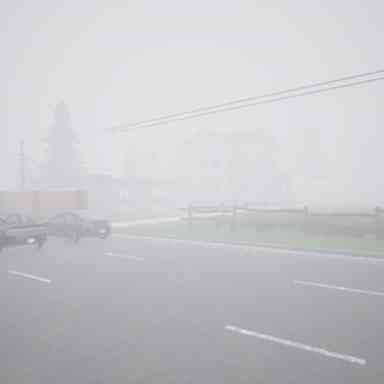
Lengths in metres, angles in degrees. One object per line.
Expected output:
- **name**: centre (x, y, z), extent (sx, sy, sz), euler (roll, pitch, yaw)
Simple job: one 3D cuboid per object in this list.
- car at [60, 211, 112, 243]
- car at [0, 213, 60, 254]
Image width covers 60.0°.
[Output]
- **car**: centre (-6.016, 1.662, 16.758), extent (4.674, 1.442, 1.812), euler (0, 0, 36)
- **car**: centre (-7.988, 1.628, 13.865), extent (4.902, 1.511, 2.128), euler (-1, 0, 36)
